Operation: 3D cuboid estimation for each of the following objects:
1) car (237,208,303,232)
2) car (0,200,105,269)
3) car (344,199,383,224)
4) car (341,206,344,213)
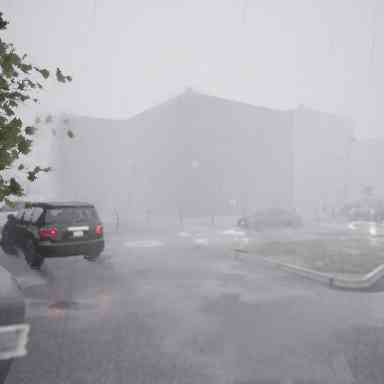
[{"bbox_3d":[4.990,1.738,21.342,4.181,1.385,1.994,0,-1,-21],"label":"car"},{"bbox_3d":[-5.196,1.372,12.133,2.150,2.045,5.566,1,-1,-40],"label":"car"},{"bbox_3d":[14.466,1.470,26.258,4.553,1.767,2.097,0,-1,-34],"label":"car"},{"bbox_3d":[17.779,1.482,34.099,2.185,1.767,4.553,0,0,-36],"label":"car"}]
